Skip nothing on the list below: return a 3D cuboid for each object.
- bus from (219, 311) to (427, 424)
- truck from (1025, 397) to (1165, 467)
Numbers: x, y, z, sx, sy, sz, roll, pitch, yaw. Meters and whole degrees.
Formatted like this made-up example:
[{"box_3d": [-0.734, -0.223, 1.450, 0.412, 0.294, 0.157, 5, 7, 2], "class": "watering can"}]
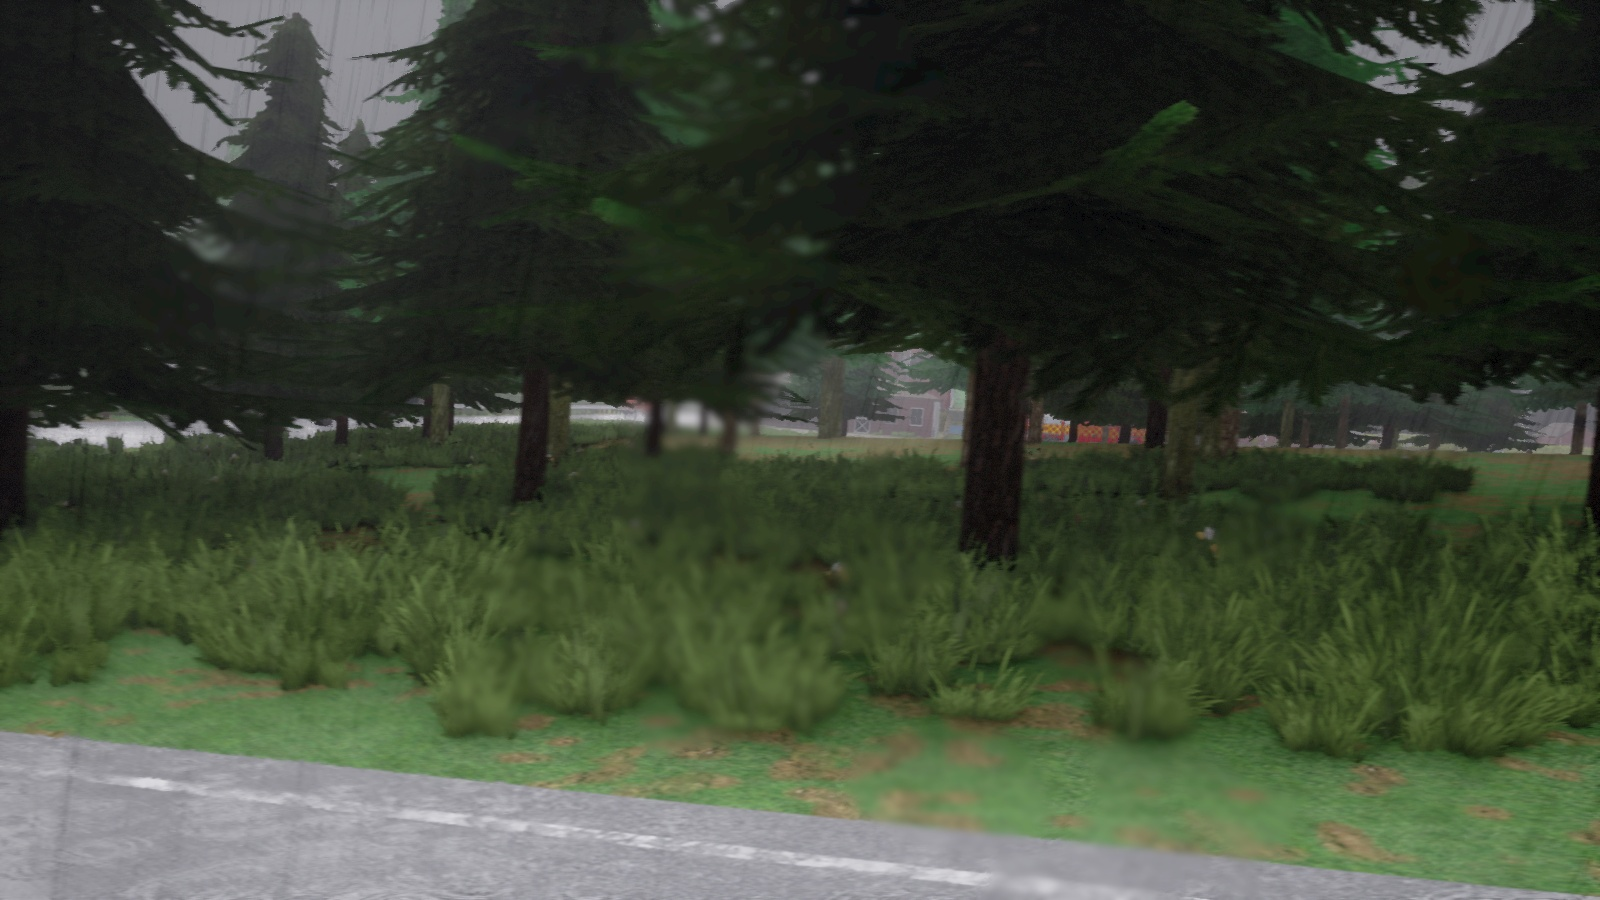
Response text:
[{"box_3d": [-20.647, -3.469, 55.393, 3.944, 4.253, 10.273, 5, 2, 7], "class": "bus"}, {"box_3d": [19.290, -1.247, 82.592, 8.468, 3.827, 2.891, 5, 2, 8], "class": "truck"}]
